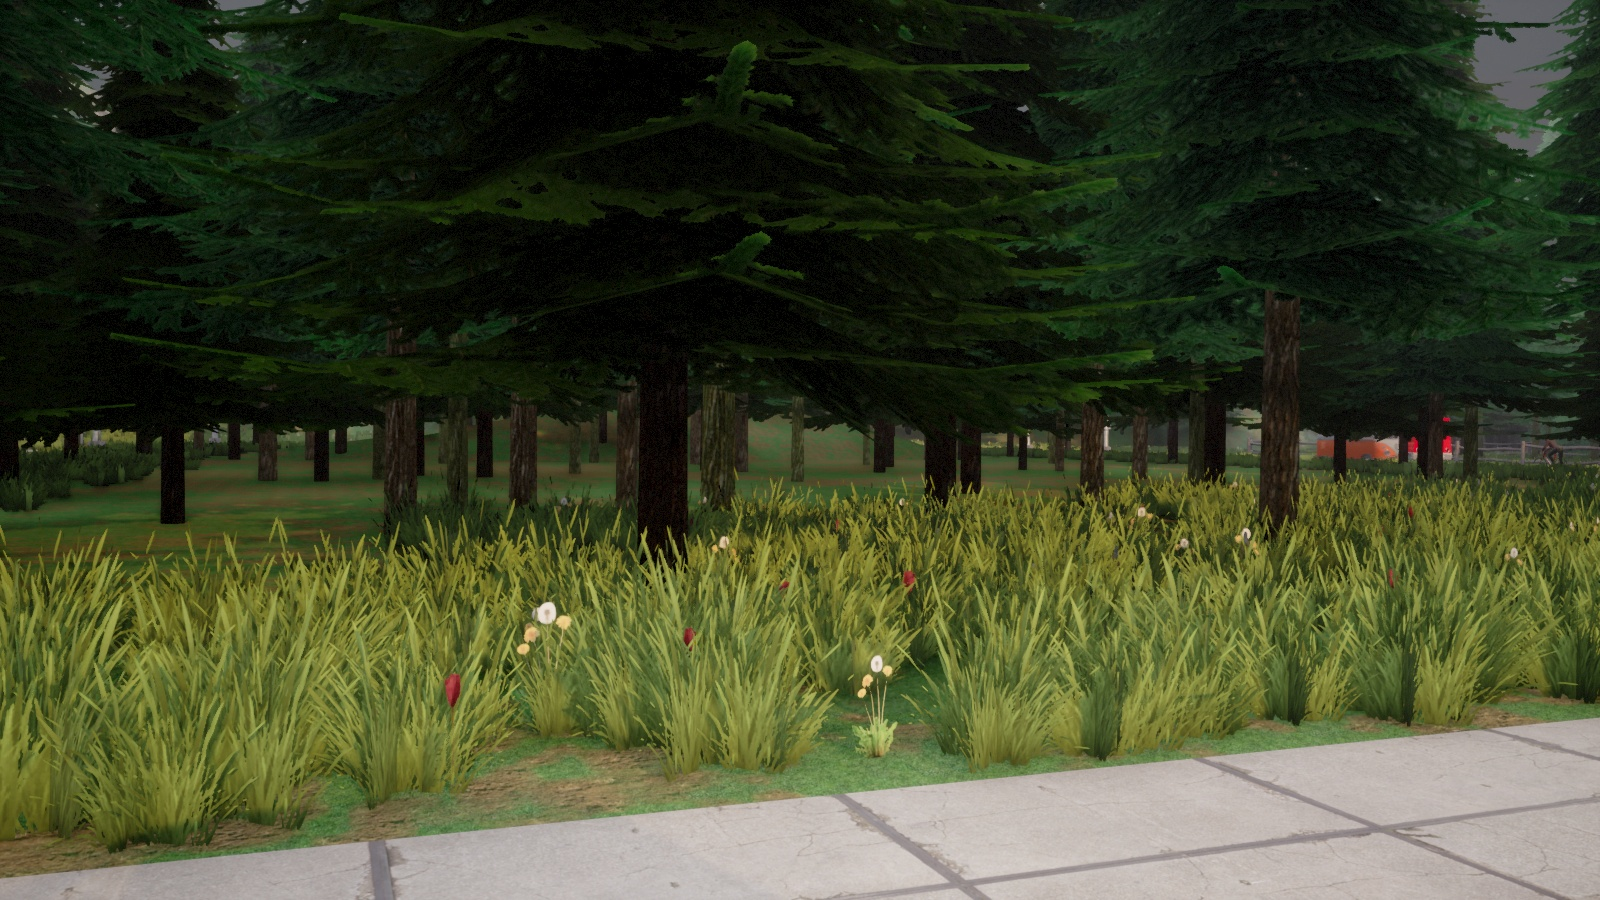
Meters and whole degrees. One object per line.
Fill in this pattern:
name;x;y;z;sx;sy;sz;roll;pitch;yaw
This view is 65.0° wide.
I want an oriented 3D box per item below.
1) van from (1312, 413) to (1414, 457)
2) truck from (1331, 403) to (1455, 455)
van;26.391;-0.721;58.992;1.775;1.987;4.442;-1;1;-20
truck;29.091;-1.036;61.830;2.627;2.467;5.204;-1;1;-20
